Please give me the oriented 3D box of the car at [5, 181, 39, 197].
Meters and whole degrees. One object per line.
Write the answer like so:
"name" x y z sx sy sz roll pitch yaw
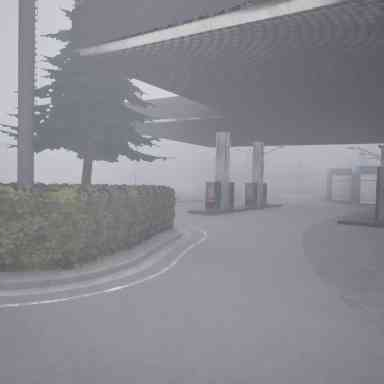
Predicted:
"car" -21.784 -0.469 42.450 4.605 1.855 1.932 2 2 35

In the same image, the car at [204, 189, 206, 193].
"car" 4.868 -0.306 65.621 5.027 1.636 2.152 2 2 35

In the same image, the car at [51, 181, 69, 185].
"car" -26.795 -1.260 65.478 3.866 1.878 1.905 2 2 35

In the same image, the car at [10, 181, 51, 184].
"car" -17.252 -0.182 35.232 3.866 1.878 1.905 2 2 35

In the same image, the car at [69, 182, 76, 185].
"car" -25.457 -1.284 68.090 4.605 1.855 1.932 2 2 35
